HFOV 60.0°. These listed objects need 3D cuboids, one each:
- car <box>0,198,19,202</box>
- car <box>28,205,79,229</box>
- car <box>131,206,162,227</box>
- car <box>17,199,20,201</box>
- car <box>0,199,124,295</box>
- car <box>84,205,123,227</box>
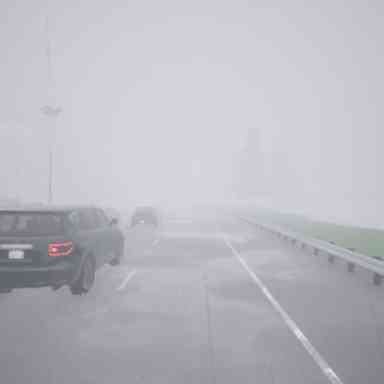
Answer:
[{"bbox_3d":[-24.834,1.794,44.369,2.150,2.045,5.566,0,-1,-3],"label":"car"},{"bbox_3d":[-10.434,1.836,25.489,1.837,1.490,4.892,0,0,0],"label":"car"},{"bbox_3d":[-3.434,1.837,25.478,1.837,1.490,4.892,0,0,0],"label":"car"},{"bbox_3d":[-21.398,2.087,45.155,1.837,1.490,4.892,0,-1,-3],"label":"car"},{"bbox_3d":[-3.438,1.344,9.223,2.150,2.045,5.566,0,0,0],"label":"car"},{"bbox_3d":[-6.930,1.869,26.590,1.812,1.442,4.674,0,-1,0],"label":"car"}]
